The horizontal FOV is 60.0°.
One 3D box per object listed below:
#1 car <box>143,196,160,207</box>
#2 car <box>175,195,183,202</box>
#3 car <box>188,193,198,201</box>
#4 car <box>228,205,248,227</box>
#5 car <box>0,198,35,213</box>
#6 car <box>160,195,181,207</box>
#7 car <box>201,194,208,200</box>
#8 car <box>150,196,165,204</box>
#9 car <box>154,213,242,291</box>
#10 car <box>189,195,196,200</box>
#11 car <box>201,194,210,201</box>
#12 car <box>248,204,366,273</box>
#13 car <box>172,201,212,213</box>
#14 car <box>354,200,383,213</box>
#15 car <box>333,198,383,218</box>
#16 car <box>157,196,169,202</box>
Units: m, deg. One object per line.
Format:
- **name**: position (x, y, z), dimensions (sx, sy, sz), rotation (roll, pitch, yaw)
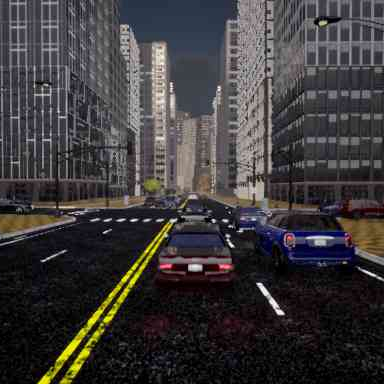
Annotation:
- **car**: position (-6.462, 1.489, 52.377), dimensions (1.837, 1.490, 4.892), rotation (0, 0, 0)
- **car**: position (-3.050, 1.460, 79.509), dimensions (1.837, 1.490, 4.892), rotation (0, 0, 0)
- **car**: position (0.209, 1.182, 82.688), dimensions (2.150, 2.045, 5.566), rotation (0, 0, 0)
- **car**: position (3.401, 1.545, 20.804), dimensions (2.033, 1.411, 5.357), rotation (0, 0, 0)
- **car**: position (-18.743, 1.353, 34.122), dimensions (4.902, 1.511, 2.128), rotation (1, 1, 1)
- **car**: position (-3.194, 1.337, 50.534), dimensions (2.097, 1.767, 4.553), rotation (0, 0, -1)
- **car**: position (3.486, 1.443, 93.340), dimensions (1.837, 1.490, 4.892), rotation (0, 0, 0)
- **car**: position (-6.403, 1.524, 62.256), dimensions (2.033, 1.411, 5.357), rotation (0, 0, 0)
- **car**: position (0.117, 1.547, 9.113), dimensions (2.033, 1.411, 5.357), rotation (0, 0, 1)
- **car**: position (0.234, 1.539, 93.024), dimensions (1.895, 1.301, 4.718), rotation (0, 0, 0)
- **car**: position (3.461, 1.551, 83.522), dimensions (1.895, 1.301, 4.718), rotation (0, 0, 0)
- **car**: position (3.376, 1.351, 10.871), dimensions (2.097, 1.767, 4.553), rotation (0, 0, 0)
- **car**: position (0.148, 1.490, 19.494), dimensions (2.128, 1.511, 4.902), rotation (0, 0, 0)
- **car**: position (21.908, 1.657, 39.143), dimensions (4.829, 1.417, 1.752), rotation (1, 0, 1)
- **car**: position (16.278, 1.531, 30.871), dimensions (5.009, 1.841, 2.192), rotation (1, 0, 1)
- **car**: position (-6.317, 1.506, 72.927), dimensions (2.033, 1.411, 5.357), rotation (0, 0, 0)
